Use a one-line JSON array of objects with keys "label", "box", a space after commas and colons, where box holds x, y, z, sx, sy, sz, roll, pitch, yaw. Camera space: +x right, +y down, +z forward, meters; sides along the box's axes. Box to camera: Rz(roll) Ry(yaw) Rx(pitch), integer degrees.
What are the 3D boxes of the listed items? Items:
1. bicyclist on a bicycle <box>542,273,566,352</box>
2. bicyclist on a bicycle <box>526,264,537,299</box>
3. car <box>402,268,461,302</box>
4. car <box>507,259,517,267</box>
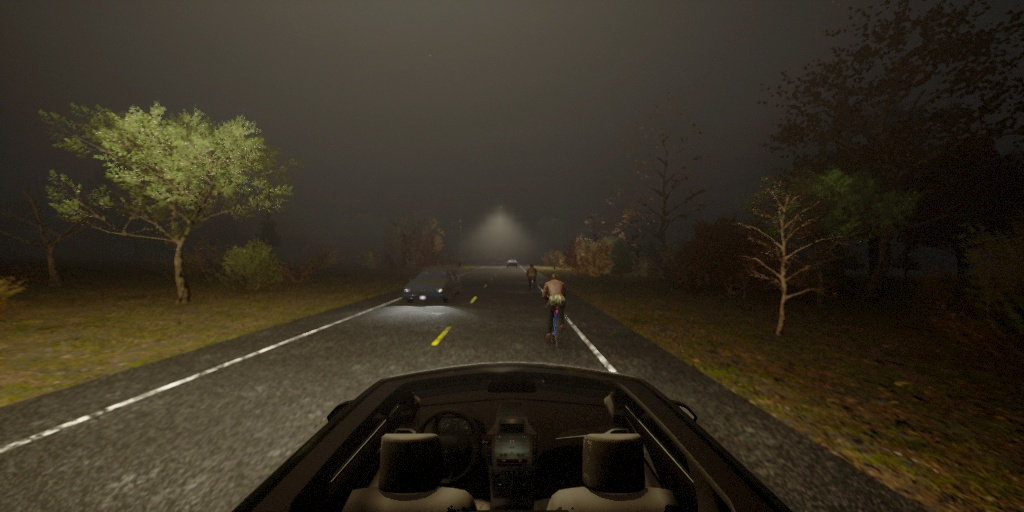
[{"label": "bicyclist on a bicycle", "box": [0.958, 1.202, 7.972, 0.582, 1.620, 1.656, 0, 0, 0]}, {"label": "bicyclist on a bicycle", "box": [0.953, 1.203, 17.227, 0.582, 1.620, 1.656, 0, 0, 0]}, {"label": "car", "box": [-3.605, 1.298, 17.131, 2.033, 1.411, 5.357, 0, 0, 0]}, {"label": "car", "box": [0.042, 1.390, 65.001, 1.895, 1.301, 4.718, 0, 0, 0]}]
